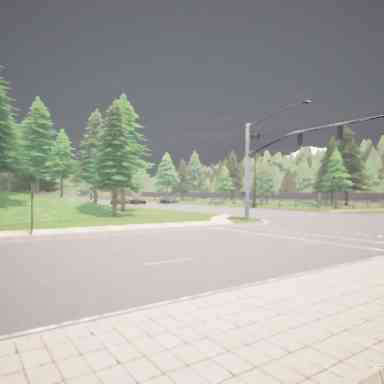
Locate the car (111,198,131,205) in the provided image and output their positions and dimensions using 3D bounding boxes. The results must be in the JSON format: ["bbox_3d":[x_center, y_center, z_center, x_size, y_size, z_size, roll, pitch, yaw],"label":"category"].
[{"bbox_3d":[-13.849,1.807,63.065,1.994,1.385,4.181,1,0,-34],"label":"car"}]

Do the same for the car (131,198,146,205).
[{"bbox_3d":[-10.583,1.878,64.519,1.895,1.301,4.718,1,0,-34],"label":"car"}]

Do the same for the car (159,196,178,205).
[{"bbox_3d":[-4.853,1.696,68.598,2.097,1.767,4.553,1,-1,-35],"label":"car"}]
